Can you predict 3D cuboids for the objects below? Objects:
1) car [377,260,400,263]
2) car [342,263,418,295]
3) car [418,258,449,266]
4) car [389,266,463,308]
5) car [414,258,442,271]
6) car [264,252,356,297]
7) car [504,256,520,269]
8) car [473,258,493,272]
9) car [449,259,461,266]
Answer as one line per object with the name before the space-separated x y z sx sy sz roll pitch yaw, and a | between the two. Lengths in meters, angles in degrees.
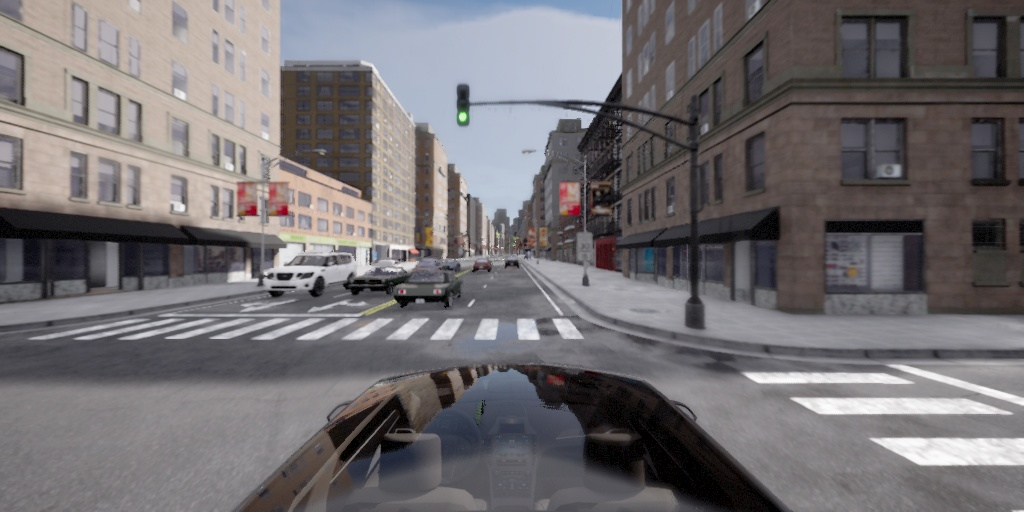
car | -9.843 1.052 28.289 1.812 1.442 4.674 0 1 0
car | -6.595 1.211 18.526 1.895 1.301 4.718 0 1 0
car | -6.581 1.088 28.273 1.994 1.385 4.181 0 0 1
car | -3.150 1.241 14.542 1.895 1.301 4.718 0 0 0
car | -9.827 0.945 42.522 2.033 1.411 5.357 0 0 0
car | -9.854 0.838 18.203 2.150 2.045 5.566 0 1 0
car | -0.003 0.825 46.907 1.882 1.535 5.008 0 1 0
car | -3.152 0.949 38.971 1.812 1.442 4.674 0 1 0
car | -6.585 0.999 37.989 1.994 1.385 4.181 0 1 0
